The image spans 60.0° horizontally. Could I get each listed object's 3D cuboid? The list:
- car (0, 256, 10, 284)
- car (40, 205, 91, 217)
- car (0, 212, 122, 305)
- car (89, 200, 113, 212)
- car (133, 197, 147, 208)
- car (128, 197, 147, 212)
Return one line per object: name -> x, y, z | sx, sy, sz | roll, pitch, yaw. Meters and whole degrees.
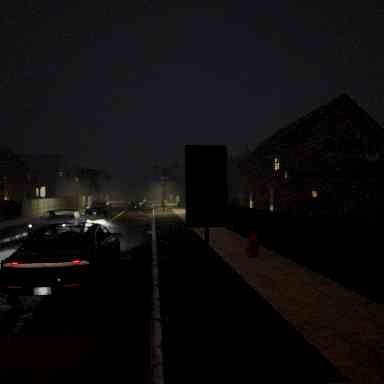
car -> -5.443, 1.538, 6.418 | 1.812, 1.442, 4.674 | 0, 0, -9
car -> -6.769, 1.593, 17.088 | 1.895, 1.301, 4.718 | 0, 0, -7
car -> -2.850, 1.481, 8.121 | 2.128, 1.511, 4.902 | 0, 0, -7
car -> -8.213, 1.470, 29.493 | 2.128, 1.511, 4.902 | 0, 0, -7
car -> -7.624, 1.476, 48.853 | 1.837, 1.490, 4.892 | 0, 0, -6
car -> -6.408, 1.450, 38.854 | 2.128, 1.511, 4.902 | 0, 0, -6
